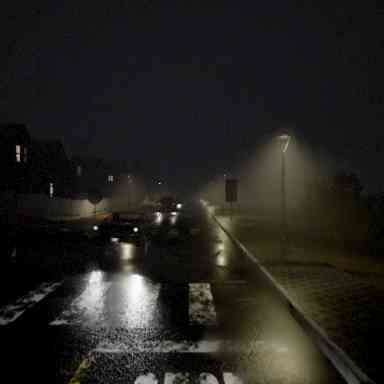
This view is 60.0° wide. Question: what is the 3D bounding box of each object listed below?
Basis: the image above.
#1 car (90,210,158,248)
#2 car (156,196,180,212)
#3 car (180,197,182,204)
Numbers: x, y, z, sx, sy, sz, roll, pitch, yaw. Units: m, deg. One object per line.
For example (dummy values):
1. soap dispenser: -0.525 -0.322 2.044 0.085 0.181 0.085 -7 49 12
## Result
1. car: -2.749 1.500 14.041 1.895 1.301 4.718 3 -3 0
2. car: -2.808 1.291 37.724 2.097 1.767 4.553 0 0 0
3. car: -2.850 1.502 62.675 2.128 1.511 4.902 0 0 0
